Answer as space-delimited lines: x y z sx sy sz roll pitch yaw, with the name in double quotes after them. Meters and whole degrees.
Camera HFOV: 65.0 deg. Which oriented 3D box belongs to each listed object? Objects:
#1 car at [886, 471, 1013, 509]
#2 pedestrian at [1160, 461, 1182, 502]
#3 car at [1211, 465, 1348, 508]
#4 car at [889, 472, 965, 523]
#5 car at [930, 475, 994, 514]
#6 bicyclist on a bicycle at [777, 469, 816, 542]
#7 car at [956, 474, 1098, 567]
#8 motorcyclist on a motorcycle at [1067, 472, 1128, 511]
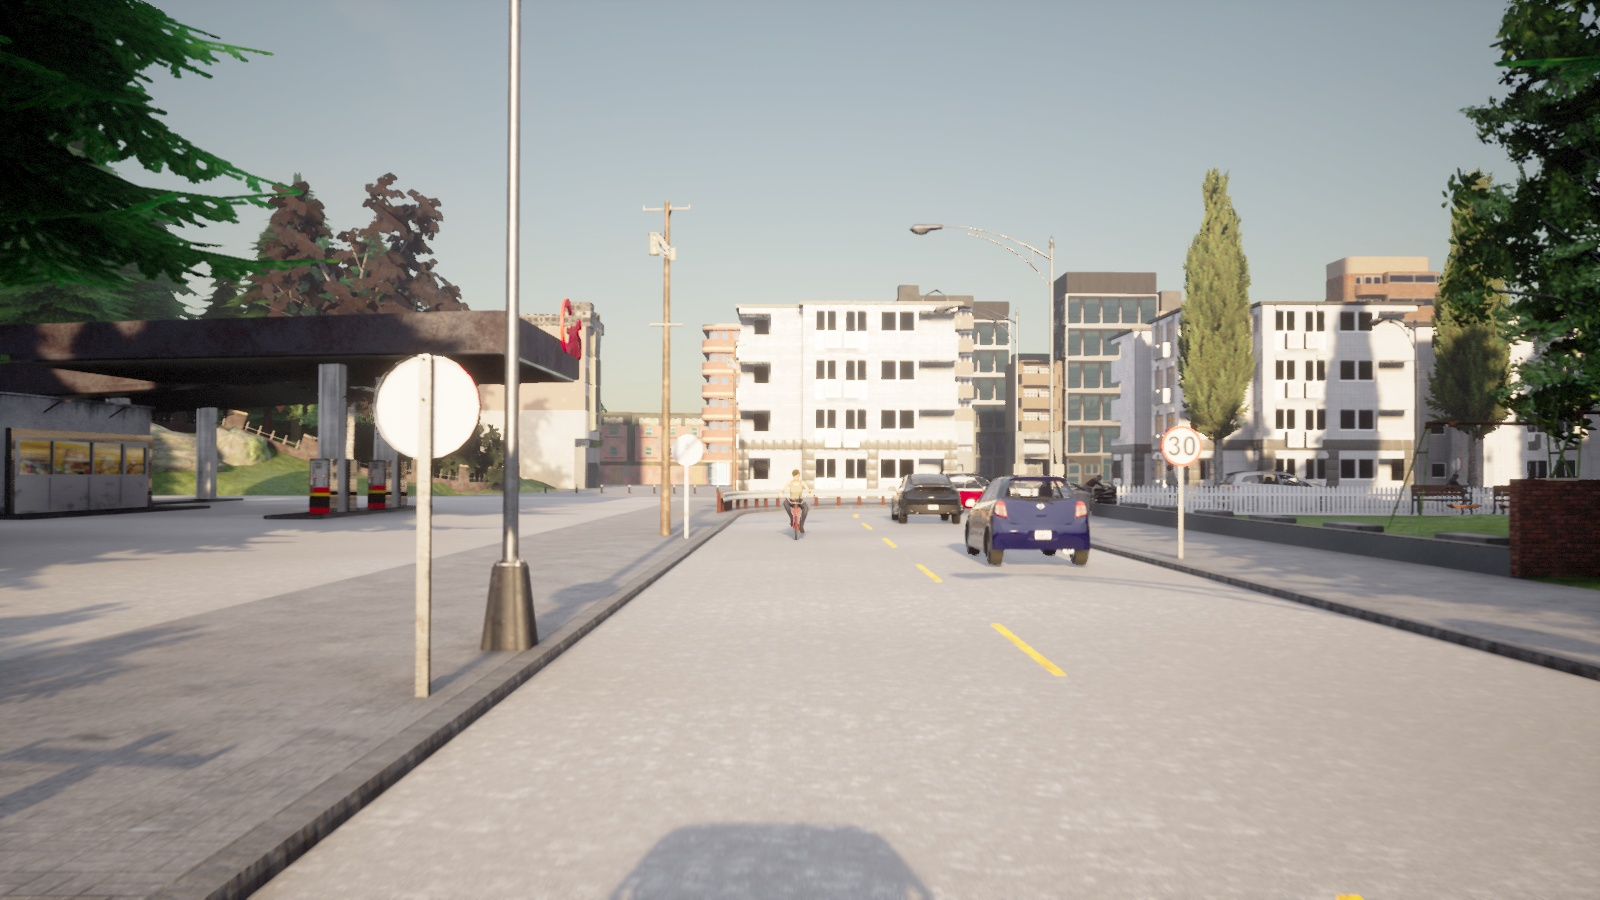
6.270 1.643 52.731 4.902 1.511 2.128 0 -1 -23 "car"
17.086 1.438 57.827 0.900 1.855 0.874 0 -1 13 "pedestrian"
19.178 1.438 50.403 4.611 1.667 2.242 0 -1 0 "car"
3.894 1.467 39.199 1.837 1.490 4.892 0 -2 0 "car"
6.086 1.646 47.117 1.481 1.376 2.207 -1 -1 36 "car"
-0.081 1.237 28.580 0.866 1.612 1.509 0 -1 0 "bicyclist on a bicycle"
3.940 1.191 22.341 1.845 1.501 3.633 0 -1 0 "car"
11.874 1.655 50.213 2.191 1.530 0.866 0 -1 -7 "motorcyclist on a motorcycle"
